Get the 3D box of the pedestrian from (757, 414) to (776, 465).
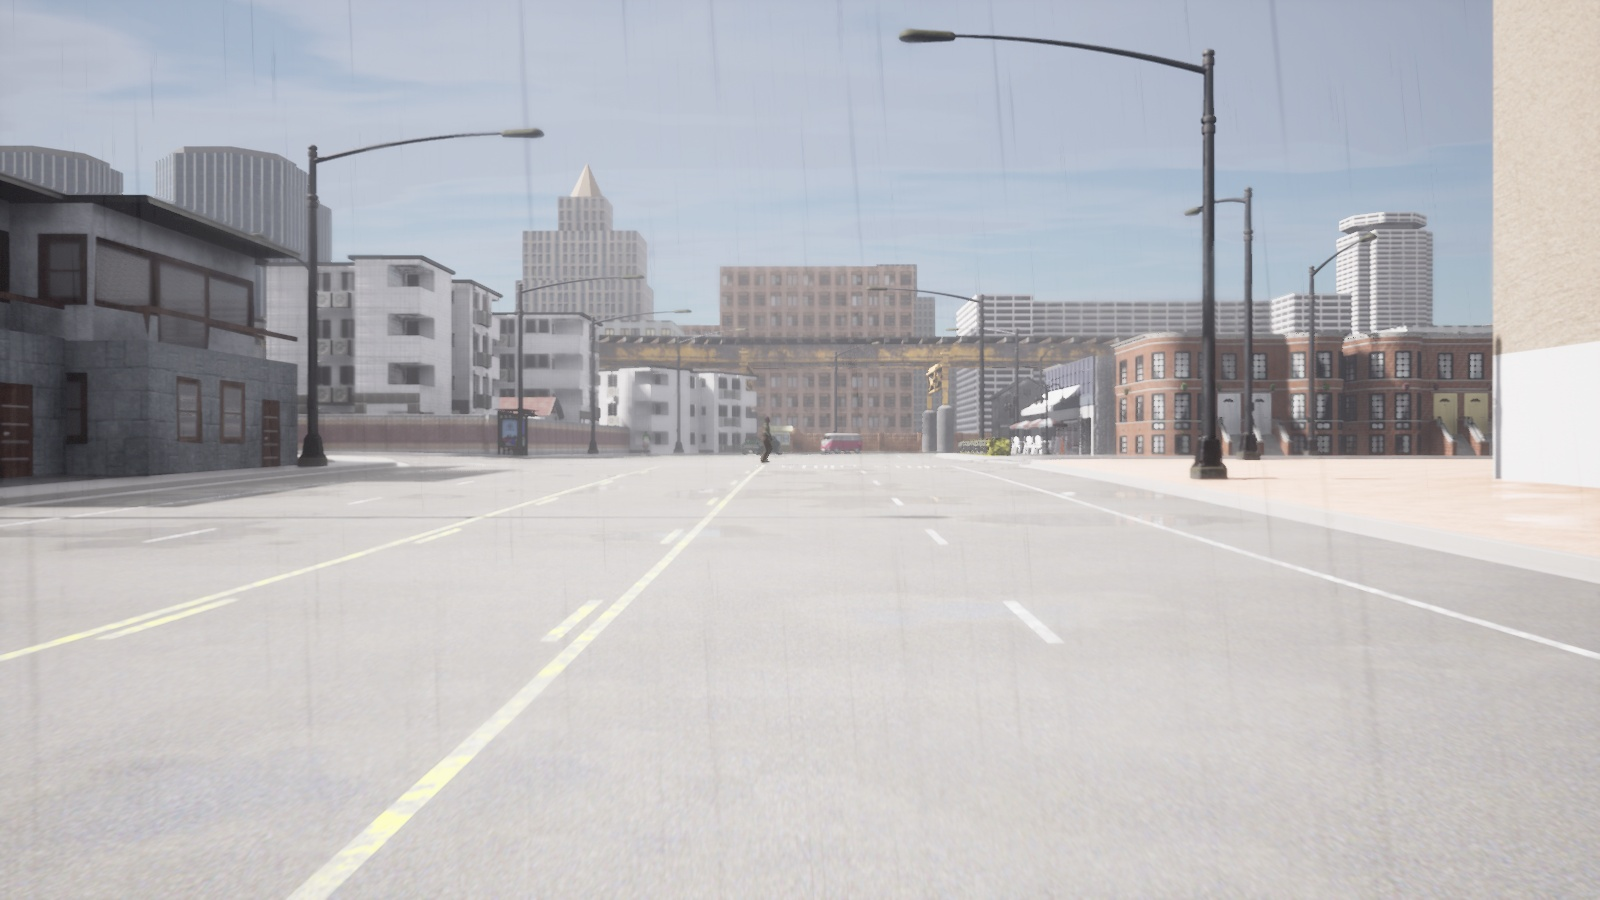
[{"bbox_3d":[-1.299,-0.405,48.624,0.692,1.930,0.395,0,0,-3],"label":"pedestrian"}]
